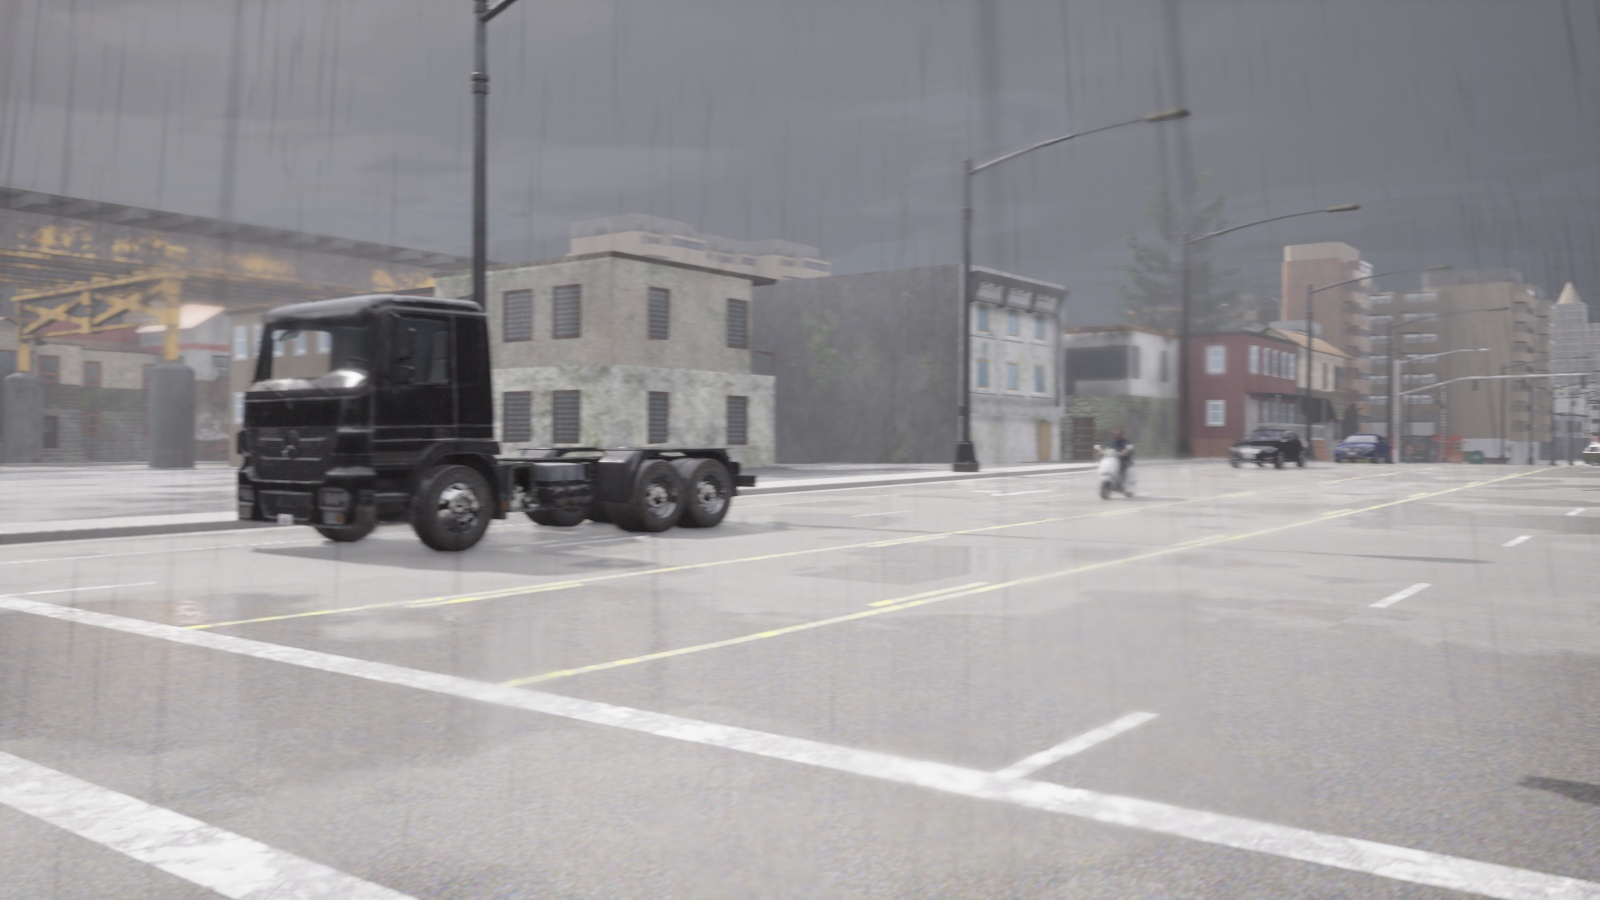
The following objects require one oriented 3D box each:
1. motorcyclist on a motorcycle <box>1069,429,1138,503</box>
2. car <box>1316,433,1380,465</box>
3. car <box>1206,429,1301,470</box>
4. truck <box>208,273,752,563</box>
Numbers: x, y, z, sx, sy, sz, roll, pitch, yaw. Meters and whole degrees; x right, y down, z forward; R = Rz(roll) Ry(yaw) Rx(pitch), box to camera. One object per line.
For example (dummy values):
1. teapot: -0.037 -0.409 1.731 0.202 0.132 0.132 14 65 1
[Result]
1. motorcyclist on a motorcycle: 6.822 0.331 28.207 0.866 1.590 1.817 1 1 37
2. car: 26.407 -0.036 60.419 1.812 1.442 4.674 1 0 37
3. car: 17.587 -0.063 48.552 2.128 1.511 4.902 1 1 37
4. truck: -4.345 -0.434 19.037 2.891 3.462 7.936 1 1 37
